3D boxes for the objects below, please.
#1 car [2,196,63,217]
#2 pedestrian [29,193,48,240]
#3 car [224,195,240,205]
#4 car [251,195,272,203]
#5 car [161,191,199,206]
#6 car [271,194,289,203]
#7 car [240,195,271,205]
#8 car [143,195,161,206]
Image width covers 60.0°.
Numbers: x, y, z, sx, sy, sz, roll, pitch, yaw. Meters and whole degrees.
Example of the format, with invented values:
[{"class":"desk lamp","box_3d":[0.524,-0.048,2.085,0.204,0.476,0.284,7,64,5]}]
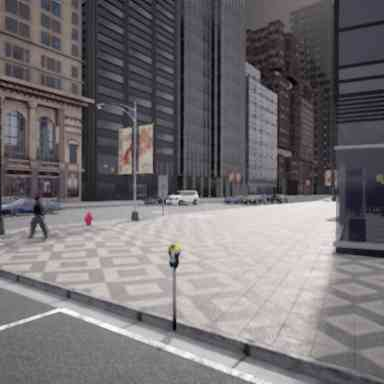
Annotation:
[{"class":"car","box_3d":[-13.495,1.206,27.612,2.033,1.411,5.357,0,0,35]},{"class":"pedestrian","box_3d":[-5.991,0.958,12.993,0.375,1.860,0.375,0,0,35]},{"class":"car","box_3d":[6.779,1.148,50.416,2.033,1.411,5.357,0,0,36]},{"class":"car","box_3d":[12.280,1.187,58.307,1.895,1.301,4.718,0,0,35]},{"class":"car","box_3d":[-1.230,0.827,44.963,2.150,2.045,5.566,0,0,35]},{"class":"car","box_3d":[14.919,1.104,56.408,1.837,1.490,4.892,0,0,35]},{"class":"car","box_3d":[9.193,1.215,48.205,1.895,1.301,4.718,0,0,36]},{"class":"car","box_3d":[-4.592,1.100,45.837,1.837,1.490,4.892,0,1,35]}]
